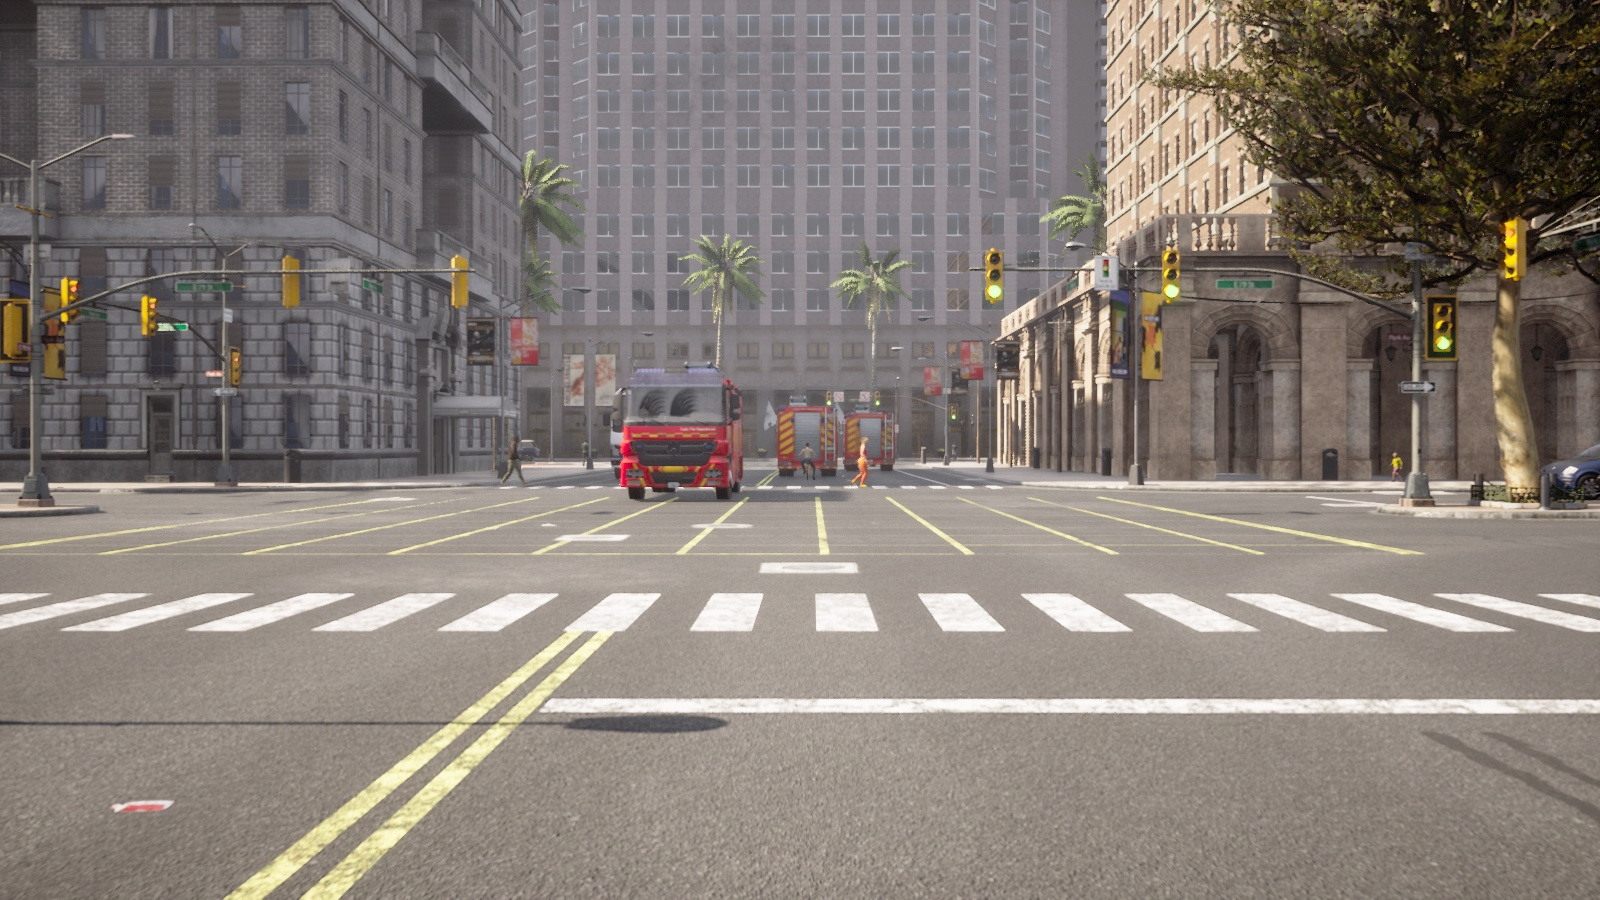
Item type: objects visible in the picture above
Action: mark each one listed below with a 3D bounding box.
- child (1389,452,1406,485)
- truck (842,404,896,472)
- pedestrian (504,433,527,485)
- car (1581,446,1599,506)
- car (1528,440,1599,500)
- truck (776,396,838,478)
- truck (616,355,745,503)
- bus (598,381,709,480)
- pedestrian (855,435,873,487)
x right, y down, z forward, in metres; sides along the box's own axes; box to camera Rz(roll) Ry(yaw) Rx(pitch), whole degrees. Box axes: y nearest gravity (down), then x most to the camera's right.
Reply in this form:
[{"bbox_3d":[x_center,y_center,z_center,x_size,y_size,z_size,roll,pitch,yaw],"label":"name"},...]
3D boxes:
[{"bbox_3d":[21.196,0.639,44.548,0.473,1.160,0.299,0,0,0],"label":"child"},{"bbox_3d":[4.072,-0.688,75.636,2.891,3.827,8.468,0,0,1],"label":"truck"},{"bbox_3d":[-10.194,0.323,44.990,0.703,1.840,0.431,0,0,1],"label":"pedestrian"},{"bbox_3d":[22.359,0.653,30.984,4.792,1.488,2.163,0,0,2],"label":"car"},{"bbox_3d":[22.552,0.538,34.515,3.988,1.617,1.851,0,0,1],"label":"car"},{"bbox_3d":[0.380,-0.645,62.863,2.891,3.827,8.468,0,0,0],"label":"truck"},{"bbox_3d":[-3.275,-0.553,36.621,2.891,3.827,8.468,0,0,0],"label":"truck"},{"bbox_3d":[-6.653,-0.848,58.933,3.944,4.253,10.273,0,0,0],"label":"bus"},{"bbox_3d":[2.268,0.392,44.396,0.594,1.836,0.345,0,0,-6],"label":"pedestrian"}]
